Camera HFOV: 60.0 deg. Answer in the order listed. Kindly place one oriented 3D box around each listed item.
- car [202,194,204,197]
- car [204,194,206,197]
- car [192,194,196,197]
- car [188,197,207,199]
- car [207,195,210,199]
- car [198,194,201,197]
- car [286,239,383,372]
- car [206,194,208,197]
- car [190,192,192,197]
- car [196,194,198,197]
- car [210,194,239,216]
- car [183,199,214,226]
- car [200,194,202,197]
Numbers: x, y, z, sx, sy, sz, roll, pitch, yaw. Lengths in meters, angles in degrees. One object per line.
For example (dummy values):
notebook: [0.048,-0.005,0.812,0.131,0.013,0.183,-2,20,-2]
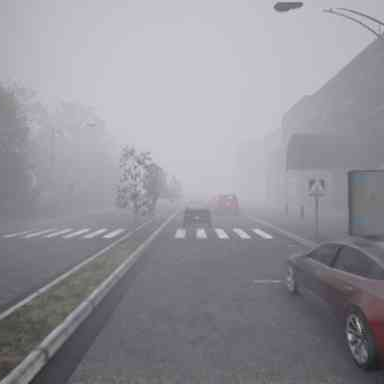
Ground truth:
car: [3.482,1.501,61.307,2.163,1.488,4.792,0,0,-1]
car: [3.587,1.507,55.623,2.163,1.488,4.792,0,0,0]
car: [1.904,1.415,89.036,2.231,1.521,4.892,0,0,-5]
car: [0.581,1.604,41.647,1.895,1.301,4.718,0,0,1]
car: [3.567,1.487,44.473,2.231,1.521,4.892,0,0,1]
car: [3.078,1.482,72.432,2.163,1.488,4.792,0,0,-2]
car: [3.086,1.518,5.693,2.163,1.488,4.792,0,0,0]
car: [3.635,1.357,50.000,2.185,1.767,4.553,1,0,0]
car: [1.370,1.397,94.572,2.097,1.535,5.008,0,0,-6]
car: [2.759,1.316,77.922,2.185,1.767,4.553,0,0,-3]
car: [3.431,1.240,33.416,2.435,2.045,5.566,0,0,1]
car: [0.361,1.489,23.655,1.882,1.535,5.008,0,0,1]
car: [3.307,1.503,66.833,2.002,1.452,4.674,0,0,-2]
